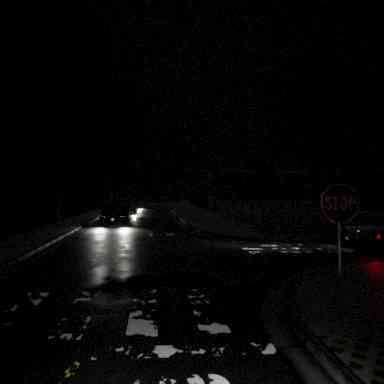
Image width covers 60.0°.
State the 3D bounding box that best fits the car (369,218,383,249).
[{"bbox_3d":[9.047,1.640,11.615,4.718,1.301,1.895,1,-3,-9],"label":"car"}]

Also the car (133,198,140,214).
[{"bbox_3d":[-6.667,1.380,34.556,1.882,1.535,5.008,0,0,-7],"label":"car"}]

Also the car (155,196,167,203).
[{"bbox_3d":[-6.201,1.491,66.677,1.812,1.442,4.674,0,0,3],"label":"car"}]

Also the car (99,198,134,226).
[{"bbox_3d":[-5.234,1.439,23.050,1.837,1.490,4.892,0,1,-7],"label":"car"}]

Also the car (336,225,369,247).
[{"bbox_3d":[9.051,1.789,14.872,4.718,1.301,1.895,1,-3,-5],"label":"car"}]
